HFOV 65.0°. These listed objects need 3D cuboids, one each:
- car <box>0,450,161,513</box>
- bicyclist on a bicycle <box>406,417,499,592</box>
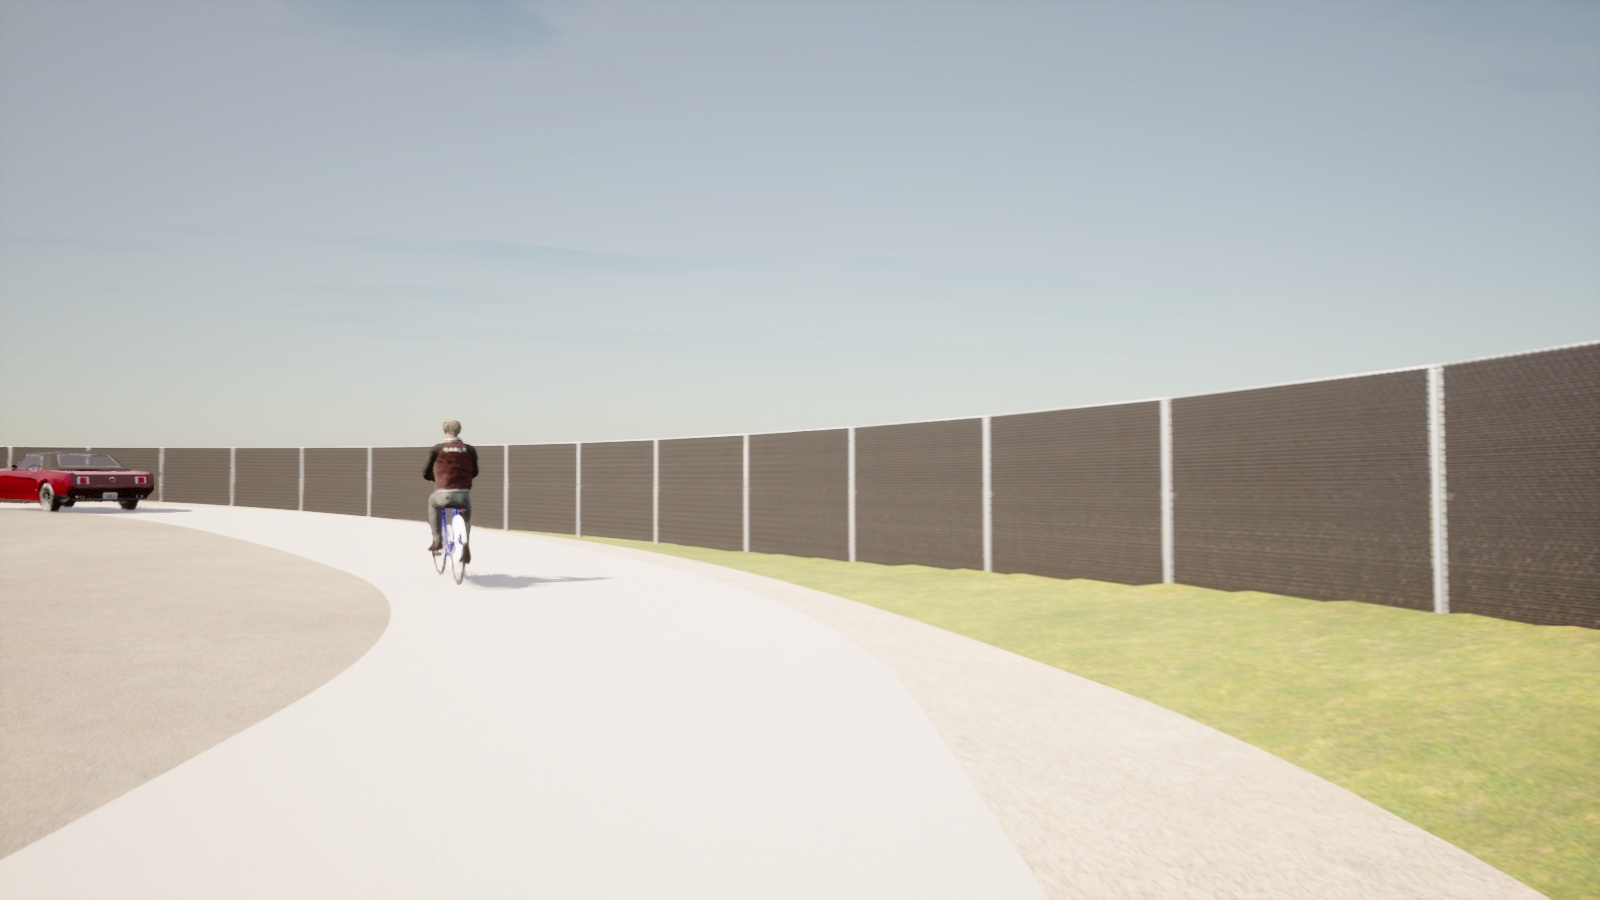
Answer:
[{"bbox_3d":[-16.498,0.669,28.149,4.718,1.301,1.895,0,-1,35],"label":"car"},{"bbox_3d":[-3.811,0.543,13.673,0.659,1.776,1.843,0,1,-26],"label":"bicyclist on a bicycle"}]
